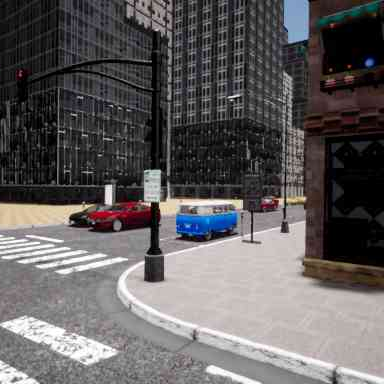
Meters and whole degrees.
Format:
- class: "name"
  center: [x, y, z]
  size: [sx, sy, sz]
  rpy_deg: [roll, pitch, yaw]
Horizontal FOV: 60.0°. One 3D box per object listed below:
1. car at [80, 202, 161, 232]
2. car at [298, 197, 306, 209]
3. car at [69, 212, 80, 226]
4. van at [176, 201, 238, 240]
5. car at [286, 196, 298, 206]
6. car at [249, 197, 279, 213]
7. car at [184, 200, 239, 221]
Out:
- class: "car"
  center: [-3.960, 1.418, 20.197]
  size: [1.882, 1.535, 5.008]
  rpy_deg: [1, 1, 34]
- class: "car"
  center: [15.666, 1.429, 42.289]
  size: [2.128, 1.511, 4.902]
  rpy_deg: [1, 1, 36]
- class: "car"
  center: [-5.947, 1.467, 21.879]
  size: [1.947, 1.339, 4.313]
  rpy_deg: [1, 1, 36]
- class: "van"
  center: [0.877, 1.368, 17.008]
  size: [1.690, 1.788, 3.998]
  rpy_deg: [1, 1, 36]
- class: "car"
  center: [16.456, 1.364, 53.261]
  size: [1.752, 1.417, 4.829]
  rpy_deg: [1, 1, 36]
- class: "car"
  center: [7.789, 1.505, 36.649]
  size: [1.895, 1.301, 4.718]
  rpy_deg: [1, 1, 36]
- class: "car"
  center: [1.792, 1.469, 28.256]
  size: [2.033, 1.411, 5.357]
  rpy_deg: [1, 1, 36]
